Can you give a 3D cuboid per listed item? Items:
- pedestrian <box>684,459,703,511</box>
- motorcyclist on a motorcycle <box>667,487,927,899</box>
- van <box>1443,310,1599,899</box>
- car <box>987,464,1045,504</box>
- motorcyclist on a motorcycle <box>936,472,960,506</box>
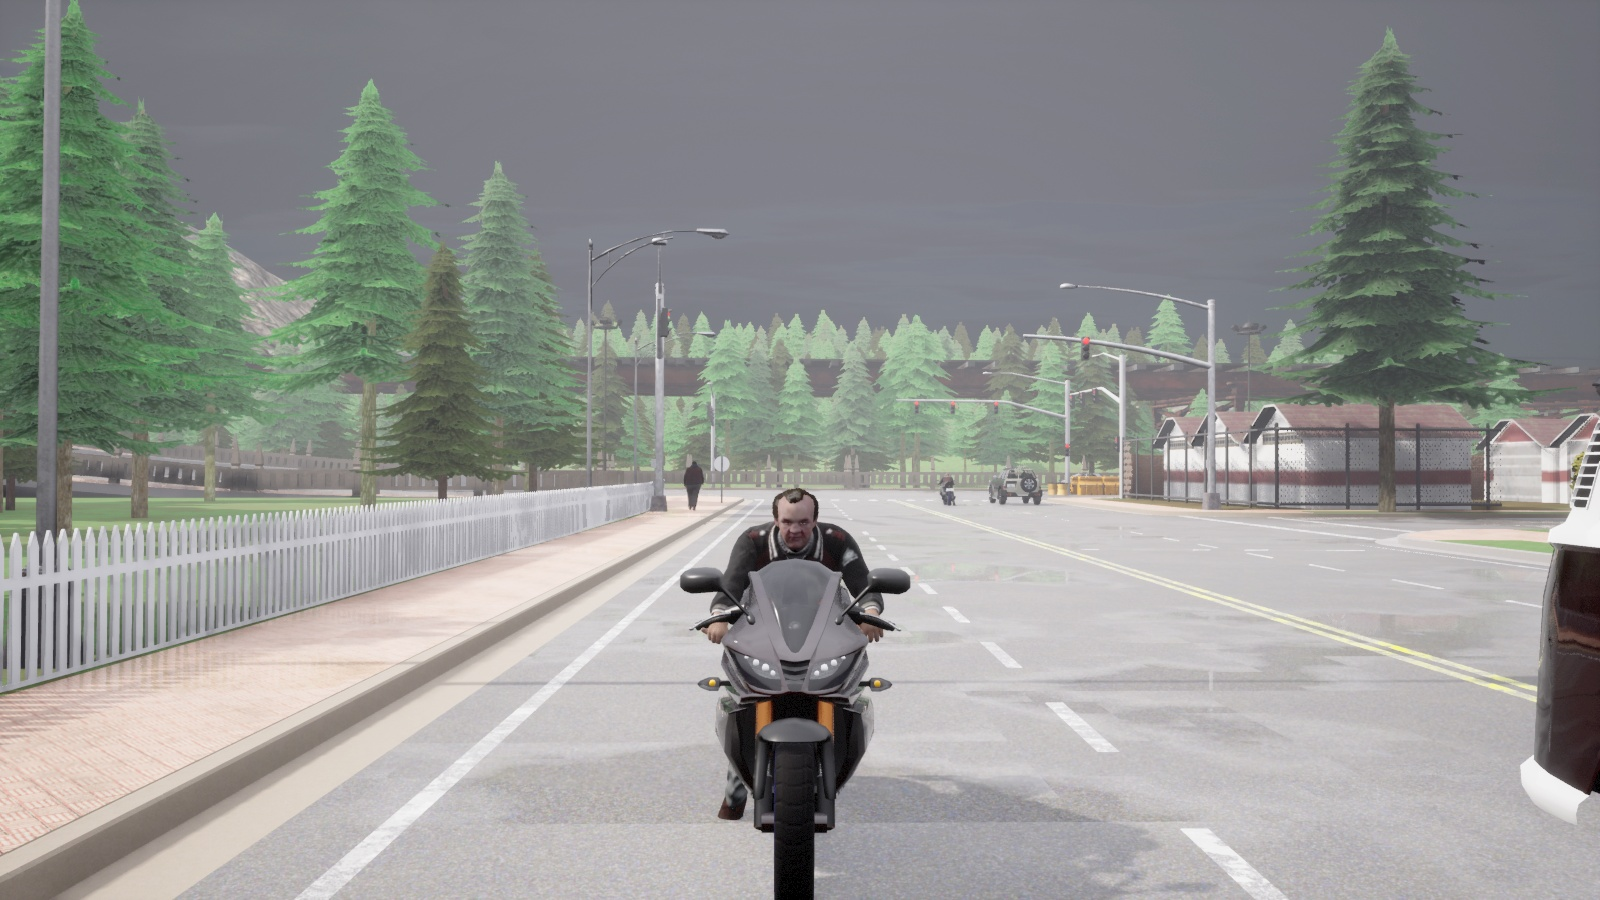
[{"bbox_3d":[-3.768,1.230,44.297,0.634,1.844,0.899,0,-1,-6],"label":"pedestrian"},{"bbox_3d":[-0.013,0.939,5.313,0.866,1.530,2.191,0,-1,0],"label":"motorcyclist on a motorcycle"},{"bbox_3d":[3.490,0.566,2.510,2.069,2.038,4.480,0,-1,0],"label":"van"},{"bbox_3d":[10.351,1.604,60.516,1.932,1.855,4.605,0,-1,0],"label":"car"},{"bbox_3d":[6.856,1.800,58.352,0.866,1.530,2.191,0,-1,0],"label":"motorcyclist on a motorcycle"}]
